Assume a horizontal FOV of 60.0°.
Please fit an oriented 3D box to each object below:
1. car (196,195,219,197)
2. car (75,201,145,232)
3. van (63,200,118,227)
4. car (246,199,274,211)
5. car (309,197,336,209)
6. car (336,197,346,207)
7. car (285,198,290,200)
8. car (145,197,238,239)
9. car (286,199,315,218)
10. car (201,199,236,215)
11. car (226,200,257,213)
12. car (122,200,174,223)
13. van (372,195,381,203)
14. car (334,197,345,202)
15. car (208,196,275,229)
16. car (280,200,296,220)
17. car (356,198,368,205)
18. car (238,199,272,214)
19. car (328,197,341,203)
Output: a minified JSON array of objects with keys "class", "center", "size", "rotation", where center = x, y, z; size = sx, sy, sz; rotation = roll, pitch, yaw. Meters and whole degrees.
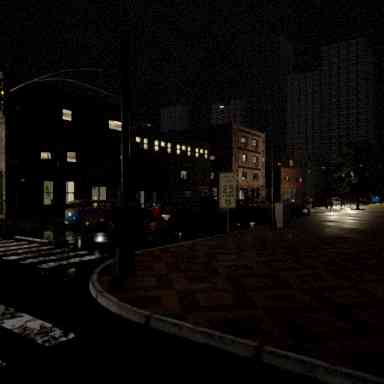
[{"class":"car","center":[1.142,1.315,29.161],"size":[2.150,2.045,5.566],"rotation":[0,0,35]},{"class":"car","center":[-4.558,1.539,21.112],"size":[1.882,1.535,5.008],"rotation":[0,0,35]},{"class":"van","center":[-6.675,1.414,22.607],"size":[1.690,1.788,3.998],"rotation":[-1,0,35]},{"class":"car","center":[9.283,1.722,45.149],"size":[2.008,1.369,4.403],"rotation":[-1,-1,35]},{"class":"car","center":[19.505,1.536,49.560],"size":[2.097,1.767,4.553],"rotation":[0,0,35]},{"class":"car","center":[25.373,1.828,57.851],"size":[1.895,1.301,4.718],"rotation":[0,0,36]},{"class":"car","center":[15.567,1.742,54.027],"size":[1.752,1.417,4.829],"rotation":[-1,-1,35]},{"class":"car","center":[0.166,1.349,17.767],"size":[2.192,1.841,5.009],"rotation":[-1,-1,35]},{"class":"car","center":[9.742,1.657,31.292],"size":[1.947,1.339,4.313],"rotation":[-1,-1,35]},{"class":"car","center":[2.900,1.569,36.133],"size":[1.967,1.590,4.097],"rotation":[-1,-1,35]},{"class":"car","center":[6.091,1.701,40.640],"size":[2.008,1.369,4.403],"rotation":[-1,-1,35]},{"class":"car","center":[-3.484,1.531,27.114],"size":[1.967,1.590,4.097],"rotation":[-1,-1,35]},{"class":"van","center":[44.848,1.694,80.891],"size":[1.690,1.788,3.998],"rotation":[-1,-1,35]},{"class":"car","center":[38.007,1.935,85.728],"size":[1.887,1.381,4.507],"rotation":[-1,-1,35]},{"class":"car","center":[3.357,1.367,22.276],"size":[2.192,1.841,5.009],"rotation":[-1,-1,35]},{"class":"car","center":[6.550,1.616,26.783],"size":[1.887,1.381,4.507],"rotation":[-1,-1,35]},{"class":"car","center":[32.083,1.801,62.853],"size":[2.008,1.369,4.403],"rotation":[-1,-1,35]},{"class":"car","center":[7.181,1.609,37.673],"size":[1.882,1.535,5.008],"rotation":[0,0,36]},{"class":"car","center":[34.816,1.915,81.219],"size":[2.008,1.369,4.403],"rotation":[-1,-1,35]}]
